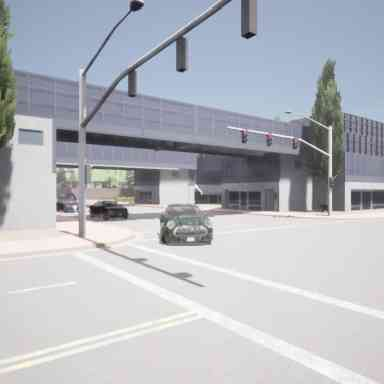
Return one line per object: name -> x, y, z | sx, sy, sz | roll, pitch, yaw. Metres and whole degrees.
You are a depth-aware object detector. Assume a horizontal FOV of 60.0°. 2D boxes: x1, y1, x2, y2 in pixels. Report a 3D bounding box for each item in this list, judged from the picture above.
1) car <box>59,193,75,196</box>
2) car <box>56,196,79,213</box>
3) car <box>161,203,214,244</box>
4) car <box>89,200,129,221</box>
car -> -23.749, 1.221, 63.027 | 2.150, 2.045, 5.566 | 0, 0, -36
car -> -13.695, 1.493, 37.009 | 2.128, 1.511, 4.902 | 0, 0, -36
car -> -0.353, 1.352, 15.841 | 2.097, 1.767, 4.553 | 0, 0, -8
car -> -7.004, 1.478, 27.810 | 1.882, 1.535, 5.008 | 0, 0, -36
